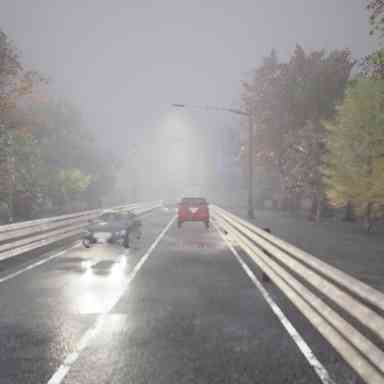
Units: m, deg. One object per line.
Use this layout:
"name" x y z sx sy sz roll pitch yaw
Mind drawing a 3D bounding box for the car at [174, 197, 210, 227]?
"car" 0.106 1.345 24.080 2.150 2.045 5.566 0 0 0

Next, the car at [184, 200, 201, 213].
"car" 0.079 1.829 42.781 2.128 1.511 4.902 0 -1 0

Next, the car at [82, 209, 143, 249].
"car" -3.357 1.538 14.835 2.128 1.511 4.902 0 0 0

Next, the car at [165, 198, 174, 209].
"car" -3.340 1.842 55.459 2.097 1.767 4.553 0 -1 0
